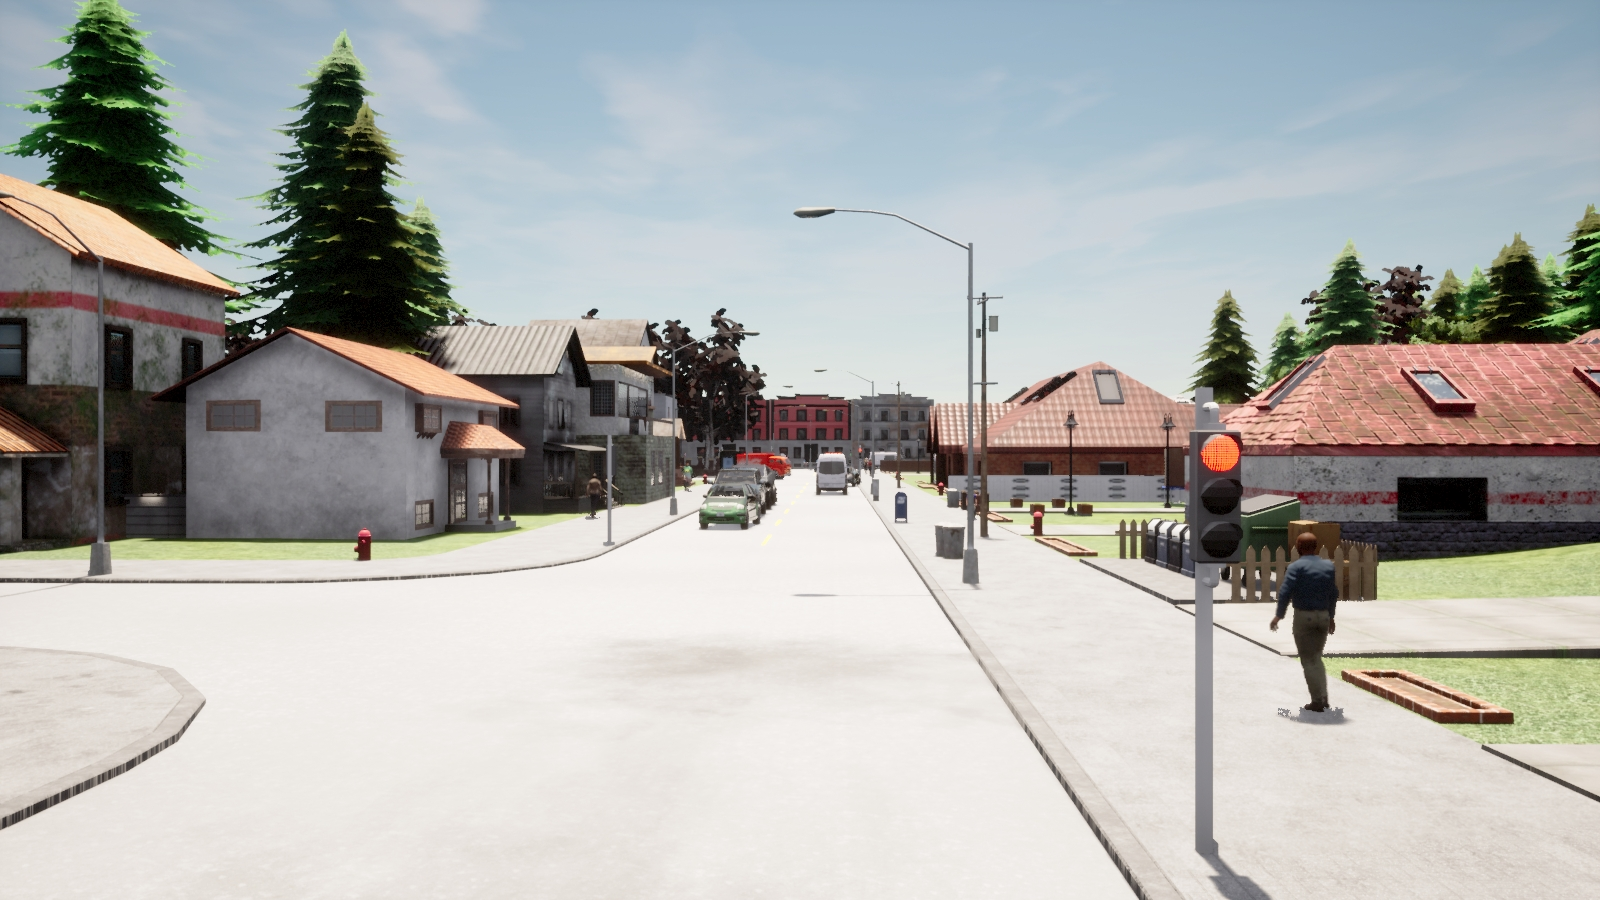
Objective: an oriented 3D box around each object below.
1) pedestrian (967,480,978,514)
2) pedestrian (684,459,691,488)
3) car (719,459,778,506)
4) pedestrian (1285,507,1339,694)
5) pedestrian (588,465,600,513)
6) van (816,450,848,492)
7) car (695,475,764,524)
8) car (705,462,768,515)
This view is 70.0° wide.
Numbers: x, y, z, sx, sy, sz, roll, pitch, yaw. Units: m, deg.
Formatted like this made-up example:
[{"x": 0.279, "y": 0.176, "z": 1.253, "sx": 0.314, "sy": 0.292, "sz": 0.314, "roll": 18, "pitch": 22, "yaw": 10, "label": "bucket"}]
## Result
[{"x": 6.611, "y": 1.803, "z": 43.847, "sx": 0.375, "sy": 1.300, "sz": 0.375, "roll": 0, "pitch": 0, "yaw": 2, "label": "pedestrian"}, {"x": -7.265, "y": 1.524, "z": 73.798, "sx": 0.375, "sy": 1.860, "sz": 0.375, "roll": 0, "pitch": 0, "yaw": 3, "label": "pedestrian"}, {"x": -2.451, "y": 1.534, "z": 55.813, "sx": 2.390, "sy": 2.098, "sz": 6.274, "roll": 0, "pitch": 0, "yaw": 2, "label": "car"}, {"x": 5.230, "y": 1.524, "z": 11.684, "sx": 0.375, "sy": 1.860, "sz": 0.375, "roll": 0, "pitch": 0, "yaw": -4, "label": "pedestrian"}, {"x": -8.120, "y": 1.525, "z": 44.997, "sx": 0.375, "sy": 1.860, "sz": 0.375, "roll": 0, "pitch": 0, "yaw": 2, "label": "pedestrian"}, {"x": 2.035, "y": 1.315, "z": 73.194, "sx": 1.988, "sy": 2.561, "sz": 5.915, "roll": 0, "pitch": 0, "yaw": 2, "label": "van"}, {"x": -2.533, "y": 1.779, "z": 41.798, "sx": 1.851, "sy": 1.617, "sz": 3.988, "roll": 0, "pitch": 0, "yaw": 7, "label": "car"}, {"x": -2.626, "y": 1.559, "z": 48.404, "sx": 2.150, "sy": 2.045, "sz": 5.566, "roll": 0, "pitch": 0, "yaw": 2, "label": "car"}]
